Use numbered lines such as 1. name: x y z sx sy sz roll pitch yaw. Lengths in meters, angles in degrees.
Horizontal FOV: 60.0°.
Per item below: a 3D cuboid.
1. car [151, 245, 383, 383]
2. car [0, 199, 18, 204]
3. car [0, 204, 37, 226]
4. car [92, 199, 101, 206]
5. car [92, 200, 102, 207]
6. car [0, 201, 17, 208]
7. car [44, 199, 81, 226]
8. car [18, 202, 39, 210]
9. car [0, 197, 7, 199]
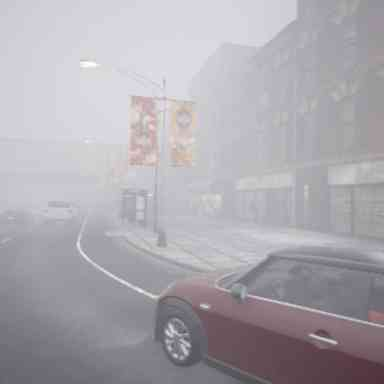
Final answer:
1. car: 1.521 1.478 4.230 4.553 1.767 2.097 0 -2 44
2. car: -28.661 2.174 51.070 1.994 1.385 4.181 1 -1 -16
3. car: -13.928 1.900 26.410 1.994 1.385 4.181 1 -1 -17
4. car: -26.116 2.869 91.110 2.185 1.767 4.553 1 -1 -17
5. car: -23.118 2.825 80.760 2.231 1.521 4.892 1 -1 -7
6. car: -36.010 2.384 65.280 1.895 1.301 4.718 1 -1 -17
7. car: -10.827 1.641 27.715 2.150 2.045 5.566 1 -1 -15
8. car: -25.336 2.255 52.163 1.994 1.385 4.181 1 -1 -16
9. car: -33.878 1.902 58.205 2.435 2.045 5.566 1 -1 -17
